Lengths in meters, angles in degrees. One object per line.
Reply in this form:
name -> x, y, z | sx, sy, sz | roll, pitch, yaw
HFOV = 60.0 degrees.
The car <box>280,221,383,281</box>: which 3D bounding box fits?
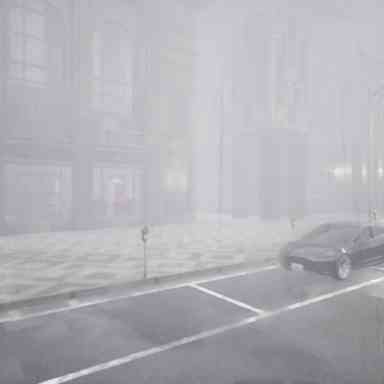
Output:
car -> 4.498, 1.563, 9.851 | 4.313, 1.339, 1.947 | 0, 0, -35
